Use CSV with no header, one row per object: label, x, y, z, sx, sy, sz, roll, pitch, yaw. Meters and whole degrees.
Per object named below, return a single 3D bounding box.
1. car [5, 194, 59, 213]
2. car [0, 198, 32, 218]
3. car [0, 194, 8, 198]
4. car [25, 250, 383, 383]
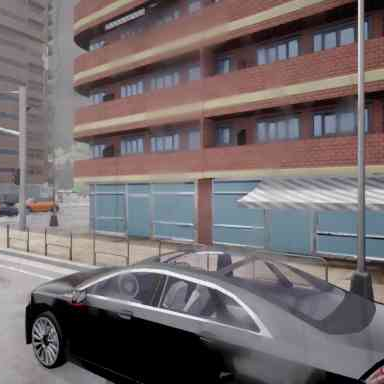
car,-16.226,1.352,34.442,2.097,1.767,4.553,0,0,36
car,-16.375,1.526,27.926,1.812,1.442,4.674,0,0,36
car,-20.151,1.221,34.999,2.150,2.045,5.566,0,0,35
car,-0.140,1.491,4.088,4.902,1.511,2.128,0,0,35
